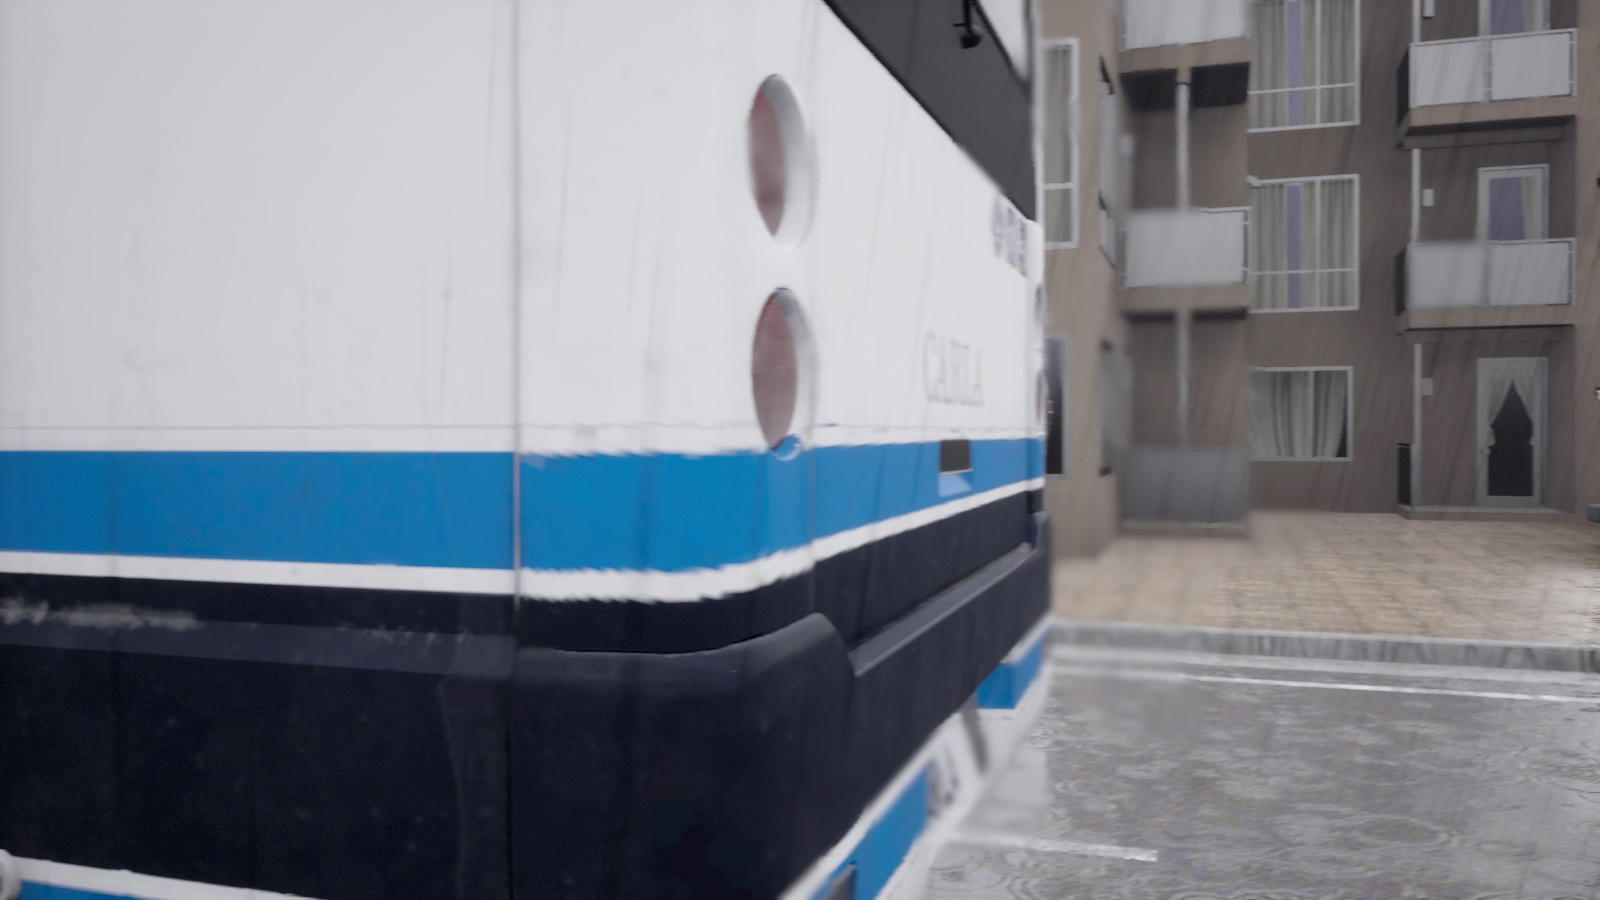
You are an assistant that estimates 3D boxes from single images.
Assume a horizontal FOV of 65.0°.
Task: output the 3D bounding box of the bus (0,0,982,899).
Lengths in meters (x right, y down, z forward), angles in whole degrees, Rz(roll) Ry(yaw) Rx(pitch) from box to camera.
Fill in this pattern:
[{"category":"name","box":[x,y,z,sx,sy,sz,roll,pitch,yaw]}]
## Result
[{"category":"bus","box":[-4.779,-0.645,4.781,10.273,4.253,3.944,1,1,19]}]
